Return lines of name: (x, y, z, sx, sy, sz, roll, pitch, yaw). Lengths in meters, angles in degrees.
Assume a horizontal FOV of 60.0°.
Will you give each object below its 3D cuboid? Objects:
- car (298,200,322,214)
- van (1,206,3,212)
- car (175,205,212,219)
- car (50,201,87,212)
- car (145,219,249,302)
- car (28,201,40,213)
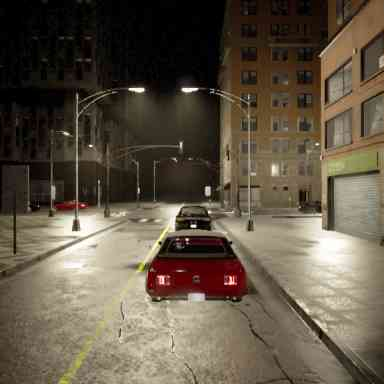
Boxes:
car: (12.057, 1.415, 30.720, 4.313, 1.339, 1.947, 0, 0, 0)
van: (-20.169, 1.425, 30.702, 3.998, 1.788, 1.690, 0, 0, 0)
car: (0.069, 1.474, 18.331, 1.882, 1.535, 5.008, 0, 0, 0)
car: (-14.532, 1.701, 39.229, 4.206, 1.307, 1.802, 0, 0, 0)
car: (0.086, 1.601, 8.183, 1.895, 1.301, 4.718, 0, 0, 0)
car: (-20.181, 1.725, 39.226, 4.313, 1.339, 1.947, 0, 0, 0)
